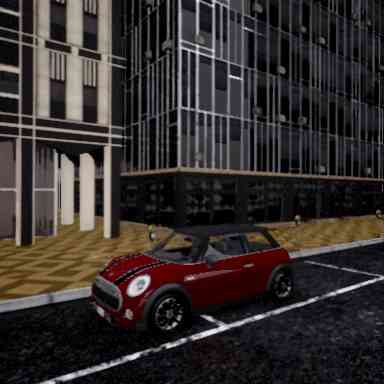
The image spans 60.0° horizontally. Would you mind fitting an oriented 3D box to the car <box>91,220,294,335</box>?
[{"bbox_3d":[0.124,1.434,6.642,4.097,1.590,1.967,0,0,-35],"label":"car"}]
